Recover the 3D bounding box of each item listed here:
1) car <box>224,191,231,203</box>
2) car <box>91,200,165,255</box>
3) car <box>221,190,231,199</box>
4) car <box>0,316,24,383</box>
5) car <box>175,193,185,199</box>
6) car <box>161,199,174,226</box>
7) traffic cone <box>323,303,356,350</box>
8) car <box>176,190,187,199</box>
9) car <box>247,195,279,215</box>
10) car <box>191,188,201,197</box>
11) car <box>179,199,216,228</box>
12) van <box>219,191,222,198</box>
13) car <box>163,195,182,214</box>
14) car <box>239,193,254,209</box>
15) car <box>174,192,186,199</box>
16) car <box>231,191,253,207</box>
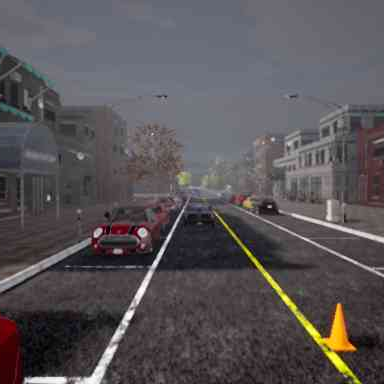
[{"bbox_3d":[6.428,0.914,50.941,1.802,1.307,4.206,0,1,0],"label":"car"},{"bbox_3d":[-2.251,1.265,12.167,1.967,1.590,4.097,0,1,0],"label":"car"},{"bbox_3d":[6.472,0.780,56.658,1.752,1.417,4.829,0,1,0],"label":"car"},{"bbox_3d":[-2.335,1.519,1.074,1.887,1.381,4.507,0,1,0],"label":"car"},{"bbox_3d":[-2.080,1.076,34.359,2.008,1.369,4.403,0,1,0],"label":"car"},{"bbox_3d":[-2.207,1.295,17.717,1.887,1.381,4.507,0,1,0],"label":"car"},{"bbox_3d":[2.110,1.897,4.778,0.340,0.580,0.340,0,1,0],"label":"traffic cone"},{"bbox_3d":[-1.911,0.539,56.547,2.192,1.841,5.009,0,1,0],"label":"car"},{"bbox_3d":[6.258,1.199,28.751,1.947,1.339,4.313,0,1,0],"label":"car"},{"bbox_3d":[0.968,0.129,80.689,2.150,2.045,5.566,0,1,0],"label":"car"},{"bbox_3d":[0.409,1.331,19.910,1.895,1.301,4.718,0,1,1],"label":"car"},{"bbox_3d":[6.512,0.523,62.033,1.690,1.788,3.998,0,1,0],"label":"van"},{"bbox_3d":[-2.122,1.182,28.812,1.802,1.307,4.206,0,1,0],"label":"car"},{"bbox_3d":[6.302,1.081,34.467,1.752,1.417,4.829,0,1,0],"label":"car"},{"bbox_3d":[-2.037,1.032,39.908,1.802,1.307,4.206,0,1,0],"label":"car"},{"bbox_3d":[6.342,0.798,39.843,2.192,1.841,5.009,0,1,0],"label":"car"}]
